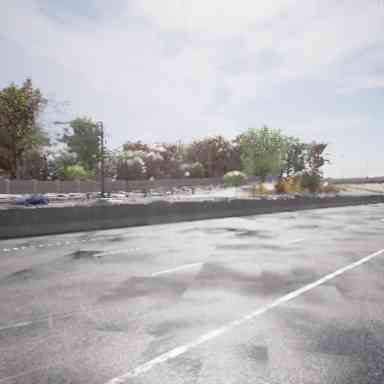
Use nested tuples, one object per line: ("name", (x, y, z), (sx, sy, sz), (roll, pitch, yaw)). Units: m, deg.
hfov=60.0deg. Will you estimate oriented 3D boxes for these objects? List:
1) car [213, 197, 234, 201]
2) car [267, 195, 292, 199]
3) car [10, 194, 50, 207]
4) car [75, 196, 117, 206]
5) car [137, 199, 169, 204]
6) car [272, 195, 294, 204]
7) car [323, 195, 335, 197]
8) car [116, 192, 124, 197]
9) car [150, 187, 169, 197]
("car", (4.346, 1.452, 47.840), (1.994, 1.385, 4.181), (0, 0, 44))
("car", (10.963, 1.426, 44.654), (2.033, 1.411, 5.357), (0, 0, 44))
("car", (-18.424, 0.961, 38.167), (1.812, 1.442, 4.674), (0, 0, 22))
("car", (-9.481, 1.368, 33.099), (1.994, 1.385, 4.181), (6, 1, 43))
("car", (-3.710, 1.428, 29.089), (1.837, 1.490, 4.892), (0, 0, 43))
("car", (16.750, 1.362, 60.953), (1.837, 1.490, 4.892), (0, 0, 44))
("car", (23.824, 1.354, 58.245), (1.837, 1.490, 4.892), (0, 0, 43))
("car", (-12.173, 0.759, 55.248), (1.994, 1.385, 4.181), (0, 1, 21))
("car", (-6.613, -0.033, 69.305), (2.150, 2.045, 5.566), (0, 2, 22))
